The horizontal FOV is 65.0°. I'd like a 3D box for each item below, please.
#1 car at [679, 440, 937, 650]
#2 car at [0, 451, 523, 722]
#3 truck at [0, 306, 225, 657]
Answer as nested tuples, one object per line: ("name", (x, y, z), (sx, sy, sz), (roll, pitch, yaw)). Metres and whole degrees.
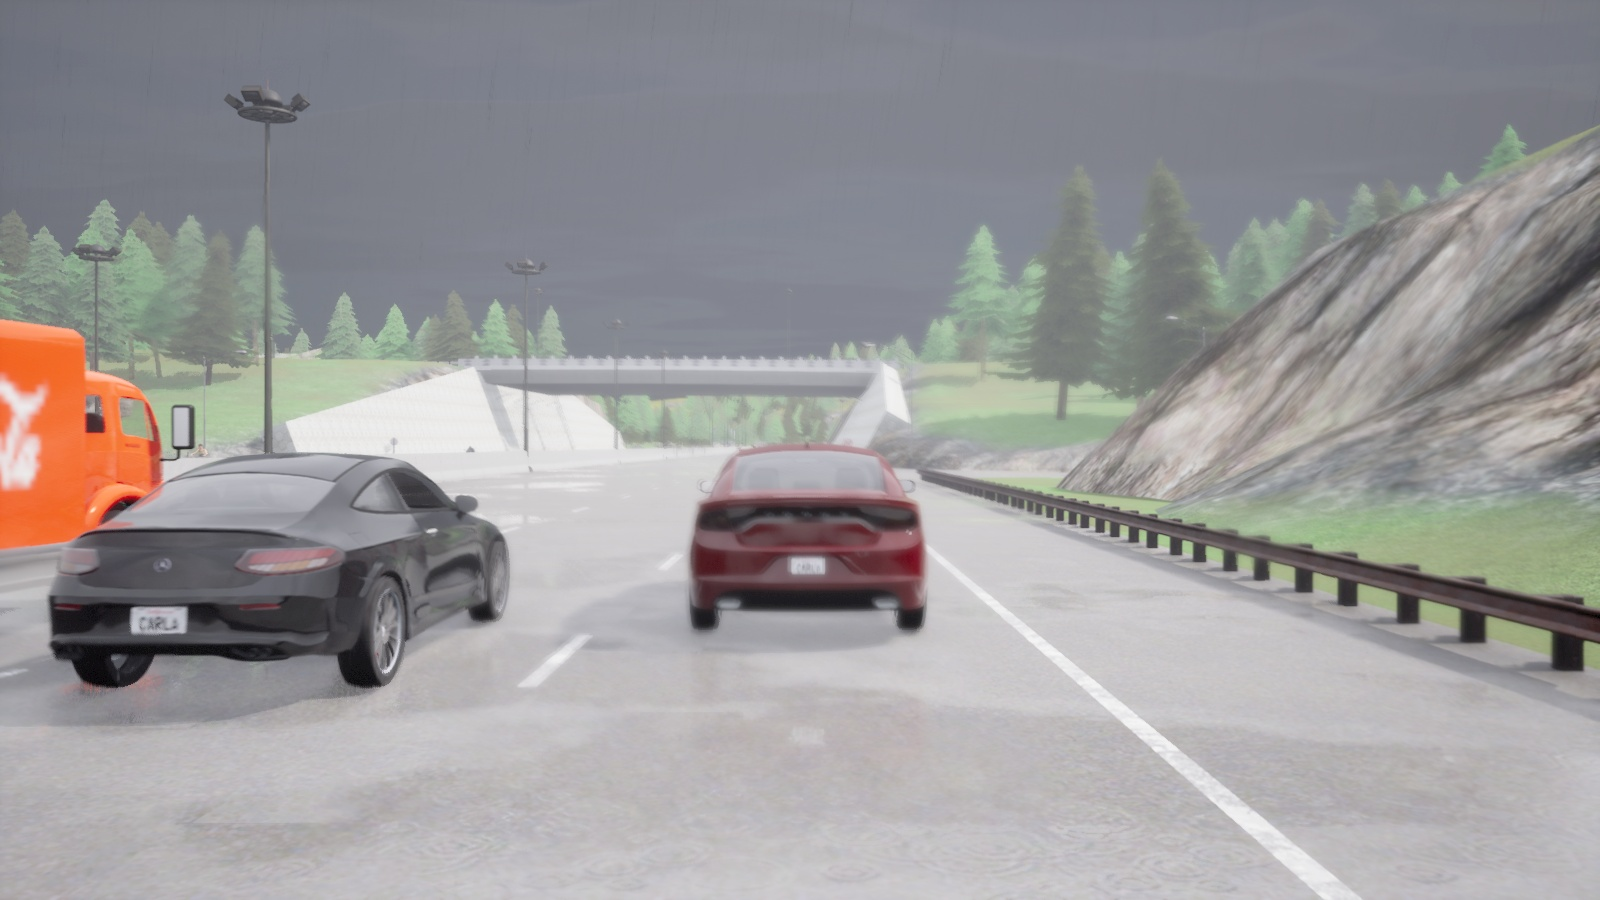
("car", (0.072, 0.685, 11.669), (1.882, 1.535, 5.008), (0, 0, 0))
("car", (-3.440, 0.739, 9.121), (1.812, 1.442, 4.674), (0, 0, 0))
("truck", (-6.937, 0.220, 9.665), (2.627, 2.467, 5.204), (0, 0, 0))
